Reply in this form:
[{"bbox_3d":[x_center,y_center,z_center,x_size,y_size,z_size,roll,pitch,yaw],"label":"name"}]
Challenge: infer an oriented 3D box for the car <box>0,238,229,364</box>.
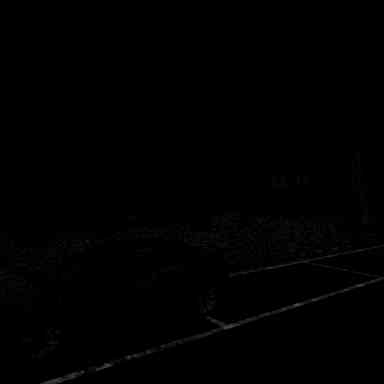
[{"bbox_3d":[-1.269,1.566,5.865,4.313,1.339,1.947,0,0,-36],"label":"car"}]
